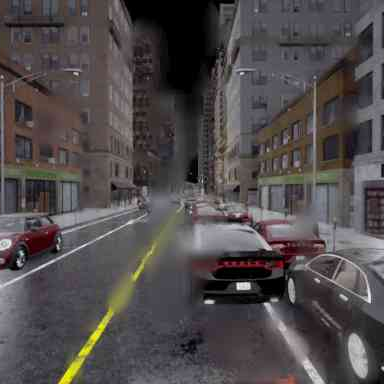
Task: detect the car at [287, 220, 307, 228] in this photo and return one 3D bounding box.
[{"bbox_3d":[2.745,1.543,10.666,1.887,1.381,4.507,-1,0,0],"label":"car"}]

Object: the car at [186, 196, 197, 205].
[{"bbox_3d":[-0.040,1.518,58.834,1.837,1.490,4.892,0,0,0],"label":"car"}]

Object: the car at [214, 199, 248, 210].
[{"bbox_3d":[2.736,1.439,21.676,1.967,1.590,4.097,-1,0,0],"label":"car"}]

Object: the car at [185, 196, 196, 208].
[{"bbox_3d":[-0.005,1.498,47.031,2.128,1.511,4.902,0,0,0],"label":"car"}]

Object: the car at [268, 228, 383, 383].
[{"bbox_3d":[2.749,1.549,5.160,2.008,1.369,4.403,-1,0,0],"label":"car"}]

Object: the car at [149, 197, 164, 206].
[{"bbox_3d":[-5.810,1.562,54.701,2.008,1.369,4.403,-1,0,0],"label":"car"}]

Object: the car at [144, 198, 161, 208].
[{"bbox_3d":[-5.806,1.574,49.196,1.947,1.339,4.313,-1,0,0],"label":"car"}]

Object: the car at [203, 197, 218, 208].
[{"bbox_3d":[2.719,1.553,49.202,1.887,1.381,4.507,-1,0,0],"label":"car"}]

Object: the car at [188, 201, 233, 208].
[{"bbox_3d":[0.888,1.476,18.262,1.882,1.535,5.008,0,0,0],"label":"car"}]

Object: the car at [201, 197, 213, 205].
[{"bbox_3d":[2.711,1.559,60.212,1.887,1.381,4.507,-1,0,0],"label":"car"}]

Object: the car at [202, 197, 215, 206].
[{"bbox_3d":[2.715,1.556,54.707,1.887,1.381,4.507,-1,0,0],"label":"car"}]

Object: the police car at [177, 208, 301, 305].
[{"bbox_3d":[0.679,1.423,8.311,1.930,1.638,5.238,0,0,-5],"label":"police car"}]

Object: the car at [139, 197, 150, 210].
[{"bbox_3d":[-5.804,1.446,43.691,1.967,1.590,4.097,-1,0,0],"label":"car"}]

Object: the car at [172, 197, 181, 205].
[{"bbox_3d":[-3.040,1.578,58.341,1.994,1.385,4.181,0,0,0],"label":"car"}]

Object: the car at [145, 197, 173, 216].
[{"bbox_3d":[-3.121,1.526,32.158,1.812,1.442,4.674,0,0,0],"label":"car"}]

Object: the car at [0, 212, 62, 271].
[{"bbox_3d":[-5.781,1.438,10.660,1.967,1.590,4.097,-1,0,0],"label":"car"}]

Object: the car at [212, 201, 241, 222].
[{"bbox_3d":[2.734,1.544,27.181,1.887,1.381,4.507,-1,0,0],"label":"car"}]

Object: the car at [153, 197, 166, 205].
[{"bbox_3d":[-5.814,1.559,60.207,1.887,1.381,4.507,-1,0,0],"label":"car"}]

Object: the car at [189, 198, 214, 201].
[{"bbox_3d":[0.884,1.477,24.262,1.882,1.535,5.008,0,0,0],"label":"car"}]
